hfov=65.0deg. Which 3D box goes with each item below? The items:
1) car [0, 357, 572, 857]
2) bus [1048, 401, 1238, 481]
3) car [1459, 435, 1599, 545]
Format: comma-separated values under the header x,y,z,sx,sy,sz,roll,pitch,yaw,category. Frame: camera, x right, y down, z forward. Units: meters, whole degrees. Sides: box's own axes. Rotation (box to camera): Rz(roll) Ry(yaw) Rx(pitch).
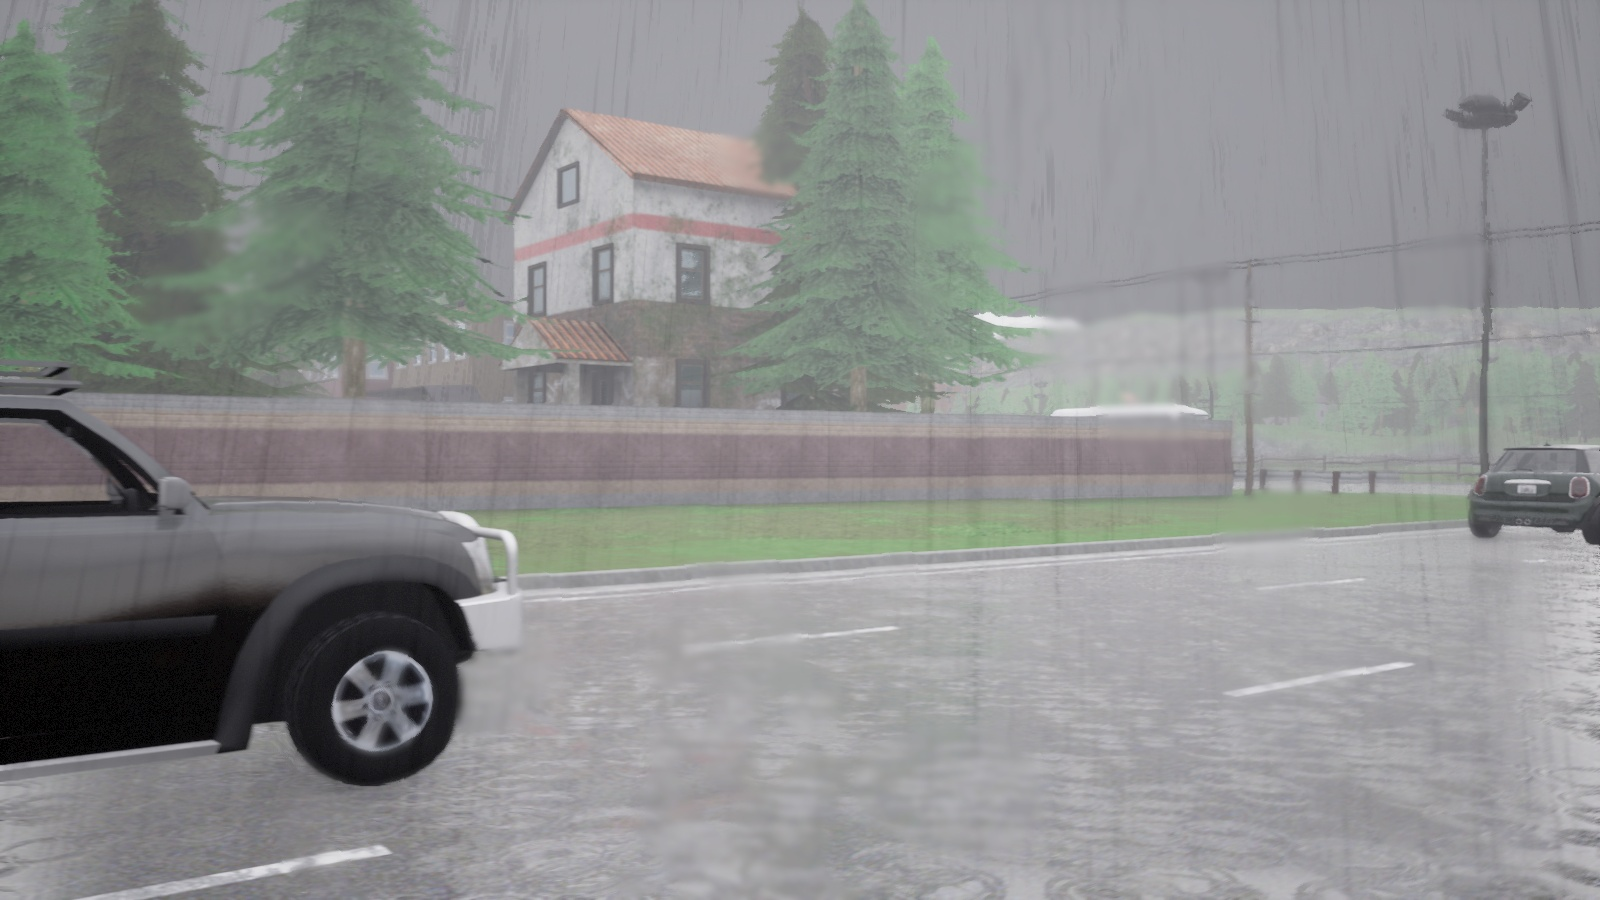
x,y,z,sx,sy,sz,roll,pitch,yaw,category
-3.526,0.583,5.441,4.605,1.855,1.932,0,0,-36,car
19.471,-0.465,72.064,3.944,4.253,10.273,0,0,-36,bus
13.954,0.641,22.375,4.553,1.767,2.097,0,0,-36,car
